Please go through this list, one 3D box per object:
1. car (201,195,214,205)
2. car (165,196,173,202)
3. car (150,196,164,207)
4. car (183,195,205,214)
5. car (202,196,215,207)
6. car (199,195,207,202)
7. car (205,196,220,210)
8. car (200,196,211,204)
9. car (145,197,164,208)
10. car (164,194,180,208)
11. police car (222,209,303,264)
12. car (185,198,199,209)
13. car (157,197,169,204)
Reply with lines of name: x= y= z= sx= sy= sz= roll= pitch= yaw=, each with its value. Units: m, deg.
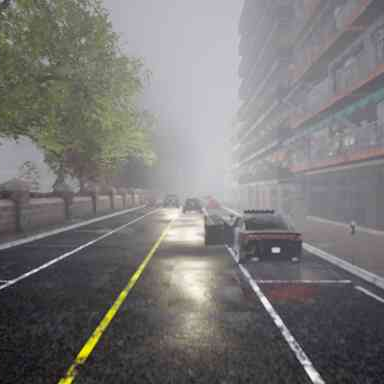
car: x=2.703 y=1.400 z=60.135 sx=2.192 sy=1.841 sz=5.009 roll=0 pitch=0 yaw=0
car: x=-5.671 y=1.658 z=82.487 sx=1.752 sy=1.417 sz=4.829 roll=0 pitch=0 yaw=0
car: x=-5.678 y=1.513 z=54.505 sx=1.967 sy=1.590 sz=4.097 roll=0 pitch=0 yaw=0
car: x=0.068 y=1.393 z=36.736 sx=2.097 sy=1.767 sz=4.553 roll=0 pitch=0 yaw=0
car: x=2.703 y=1.514 z=54.504 sx=1.967 sy=1.590 sz=4.097 roll=0 pitch=0 yaw=0
car: x=2.709 y=1.573 z=82.656 sx=1.967 sy=1.590 sz=4.097 roll=0 pitch=0 yaw=0
car: x=2.700 y=1.597 z=43.244 sx=1.887 sy=1.381 sz=4.507 roll=0 pitch=0 yaw=0
car: x=2.705 y=1.536 z=65.766 sx=1.967 sy=1.590 sz=4.097 roll=0 pitch=0 yaw=0
car: x=-5.680 y=1.502 z=48.877 sx=1.967 sy=1.590 sz=4.097 roll=0 pitch=0 yaw=0
car: x=-2.990 y=1.272 z=49.345 sx=2.150 sy=2.045 sz=5.566 roll=0 pitch=0 yaw=0
police car: x=2.370 y=1.436 z=11.964 sx=1.930 sy=1.638 sz=5.238 roll=0 pitch=0 yaw=0
car: x=0.023 y=1.564 z=47.802 sx=1.837 sy=1.490 sz=4.892 roll=0 pitch=0 yaw=0
car: x=-5.675 y=1.646 z=65.766 sx=2.008 sy=1.369 sz=4.403 roll=0 pitch=0 yaw=0
